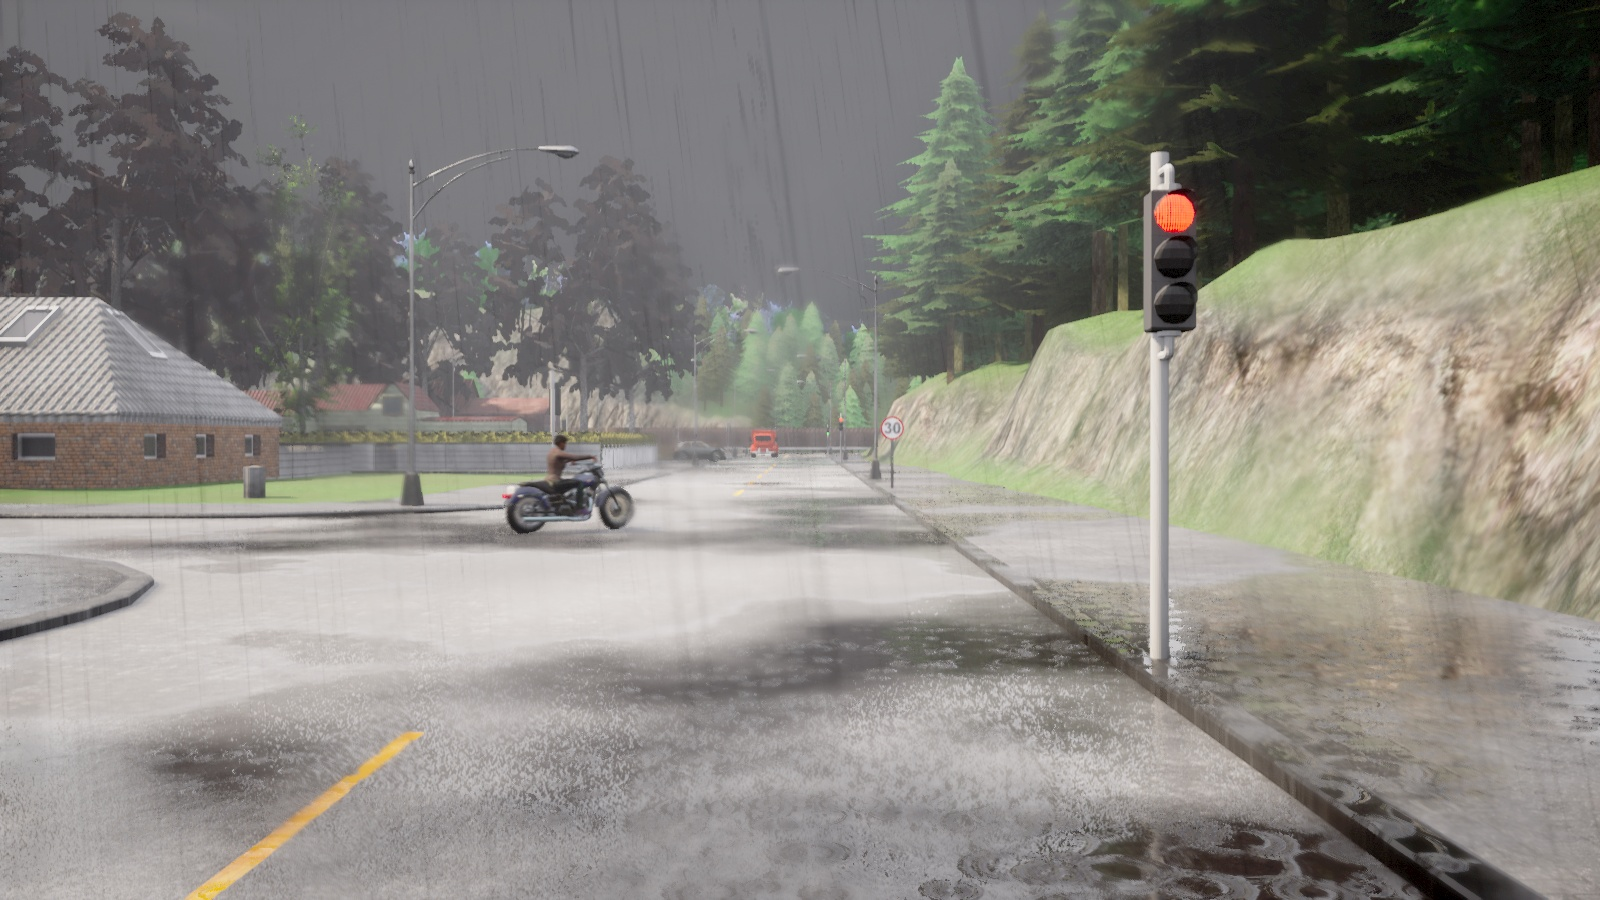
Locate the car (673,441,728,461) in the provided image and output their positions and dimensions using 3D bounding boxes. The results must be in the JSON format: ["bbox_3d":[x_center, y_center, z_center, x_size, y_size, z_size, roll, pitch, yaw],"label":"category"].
[{"bbox_3d":[-7.395,0.082,93.090,3.806,1.475,1.970,0,0,-15],"label":"car"}]

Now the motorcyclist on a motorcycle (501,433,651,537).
[{"bbox_3d":[-3.688,0.554,20.803,2.350,1.649,0.766,0,-1,-37],"label":"motorcyclist on a motorcycle"}]
